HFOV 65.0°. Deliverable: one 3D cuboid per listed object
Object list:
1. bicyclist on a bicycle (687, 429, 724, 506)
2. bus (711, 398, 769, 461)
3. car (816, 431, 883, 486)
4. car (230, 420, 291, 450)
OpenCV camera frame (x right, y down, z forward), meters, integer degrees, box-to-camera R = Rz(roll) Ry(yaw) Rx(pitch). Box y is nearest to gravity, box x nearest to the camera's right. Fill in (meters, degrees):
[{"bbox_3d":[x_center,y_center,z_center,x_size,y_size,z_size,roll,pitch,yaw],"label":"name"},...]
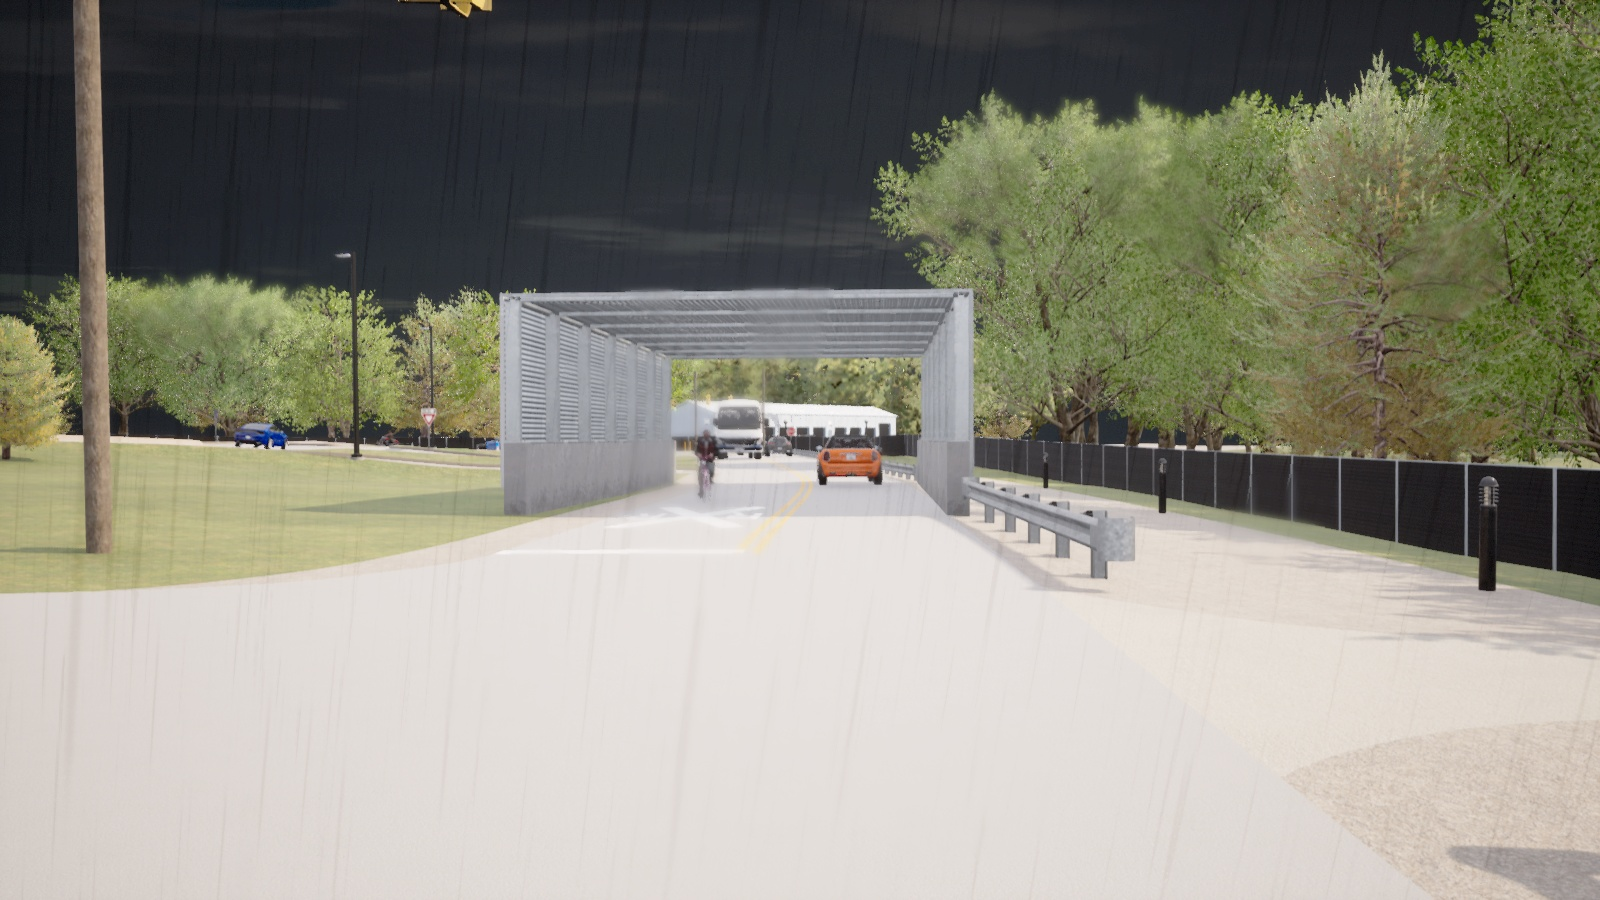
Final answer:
[{"bbox_3d":[-2.253,0.395,30.038,0.659,1.776,1.843,0,0,2],"label":"bicyclist on a bicycle"},{"bbox_3d":[-4.412,-1.443,90.810,3.944,4.253,10.273,0,0,-4],"label":"bus"},{"bbox_3d":[1.633,0.265,42.818,2.097,1.767,4.553,0,1,0],"label":"car"},{"bbox_3d":[-32.465,-0.887,75.688,1.882,1.535,5.008,5,-1,-6],"label":"car"}]
